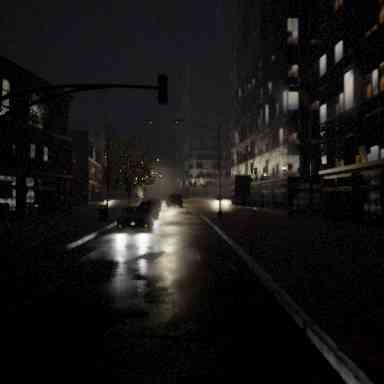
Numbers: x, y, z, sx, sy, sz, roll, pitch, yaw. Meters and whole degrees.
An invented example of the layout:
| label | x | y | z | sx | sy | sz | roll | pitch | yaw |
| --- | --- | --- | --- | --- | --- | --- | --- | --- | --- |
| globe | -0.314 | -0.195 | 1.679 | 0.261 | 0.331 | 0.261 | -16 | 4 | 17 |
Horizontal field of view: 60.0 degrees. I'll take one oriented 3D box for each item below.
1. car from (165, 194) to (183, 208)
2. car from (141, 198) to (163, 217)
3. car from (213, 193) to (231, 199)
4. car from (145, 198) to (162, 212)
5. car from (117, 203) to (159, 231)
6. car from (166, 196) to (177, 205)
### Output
| label | x | y | z | sx | sy | sz | roll | pitch | yaw |
| --- | --- | --- | --- | --- | --- | --- | --- | --- | --- |
| car | -2.585 | 1.245 | 49.850 | 2.150 | 2.045 | 5.566 | 0 | 0 | -6 |
| car | -3.791 | 1.519 | 29.146 | 1.837 | 1.490 | 4.892 | 0 | 0 | -4 |
| car | 8.243 | 1.236 | 90.536 | 5.009 | 1.841 | 2.192 | 0 | -1 | 11 |
| car | -4.502 | 1.522 | 39.481 | 1.837 | 1.490 | 4.892 | 0 | 0 | -4 |
| car | -3.343 | 1.574 | 20.429 | 1.994 | 1.385 | 4.181 | 0 | 0 | -2 |
| car | -3.744 | 1.551 | 60.166 | 1.812 | 1.442 | 4.674 | 0 | 0 | -7 |
